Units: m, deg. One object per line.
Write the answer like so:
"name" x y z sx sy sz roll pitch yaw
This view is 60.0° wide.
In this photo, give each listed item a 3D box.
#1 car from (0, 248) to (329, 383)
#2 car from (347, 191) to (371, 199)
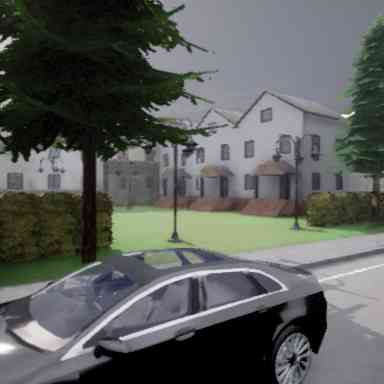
"car" -0.522 1.456 3.622 4.902 1.511 2.128 0 1 -35
"car" 39.743 0.631 79.145 1.932 1.855 4.605 0 1 -35
